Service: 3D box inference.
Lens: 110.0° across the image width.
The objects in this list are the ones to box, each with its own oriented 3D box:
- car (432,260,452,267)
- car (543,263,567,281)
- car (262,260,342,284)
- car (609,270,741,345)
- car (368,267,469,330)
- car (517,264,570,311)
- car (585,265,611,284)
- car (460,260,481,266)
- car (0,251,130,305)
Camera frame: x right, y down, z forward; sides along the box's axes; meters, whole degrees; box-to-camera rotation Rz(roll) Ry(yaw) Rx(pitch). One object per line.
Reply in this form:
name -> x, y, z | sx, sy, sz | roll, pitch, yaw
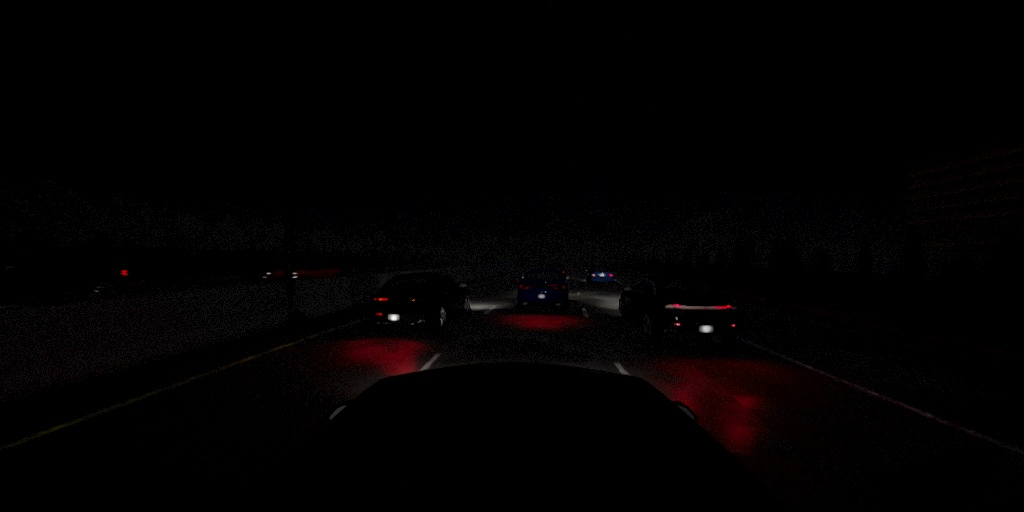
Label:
car -> -10.541, 1.244, 54.101 | 1.994, 1.385, 4.181 | 0, 0, 9
car -> 4.043, 1.400, 33.066 | 2.033, 1.411, 5.357 | 0, 0, 9
car -> -12.134, 1.039, 21.045 | 2.097, 1.767, 4.553 | 0, 0, 9
car -> 4.246, 1.296, 9.789 | 2.128, 1.511, 4.902 | 0, 0, 6
car -> -2.629, 1.252, 11.147 | 1.837, 1.490, 4.892 | 0, 0, 6
car -> 1.361, 1.268, 14.989 | 1.882, 1.535, 5.008 | 0, 0, 8
car -> 6.801, 1.413, 27.952 | 2.033, 1.411, 5.357 | 0, 0, 9
car -> -5.030, 1.291, 43.927 | 2.128, 1.511, 4.902 | 0, 0, 9
car -> -16.839, 0.849, 12.259 | 2.150, 2.045, 5.566 | 0, 0, 6
